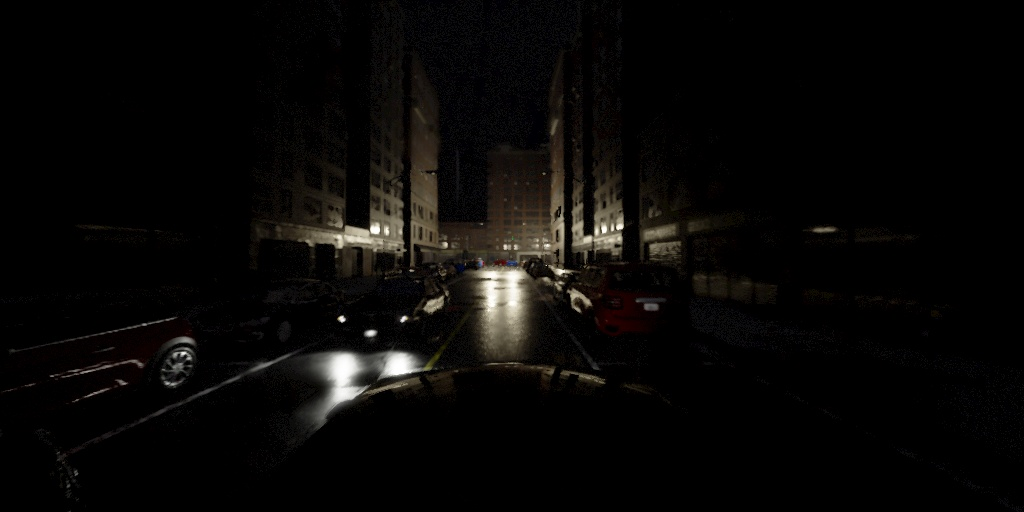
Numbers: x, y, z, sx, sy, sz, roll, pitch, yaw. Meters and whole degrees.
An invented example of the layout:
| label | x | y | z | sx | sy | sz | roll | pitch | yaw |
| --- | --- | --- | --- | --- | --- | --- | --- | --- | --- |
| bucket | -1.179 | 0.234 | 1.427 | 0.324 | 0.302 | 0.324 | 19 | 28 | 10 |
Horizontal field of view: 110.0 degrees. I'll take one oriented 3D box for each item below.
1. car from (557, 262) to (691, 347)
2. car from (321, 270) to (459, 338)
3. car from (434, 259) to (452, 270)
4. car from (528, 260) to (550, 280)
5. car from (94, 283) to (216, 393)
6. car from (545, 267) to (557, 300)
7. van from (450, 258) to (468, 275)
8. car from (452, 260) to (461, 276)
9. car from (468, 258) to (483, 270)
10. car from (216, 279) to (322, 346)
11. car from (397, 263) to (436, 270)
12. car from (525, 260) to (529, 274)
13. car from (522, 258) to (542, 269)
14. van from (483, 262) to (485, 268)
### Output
| label | x | y | z | sx | sy | sz | roll | pitch | yaw |
| --- | --- | --- | --- | --- | --- | --- | --- | --- | --- |
| car | 2.667 | 1.066 | 9.288 | 2.192 | 1.841 | 5.009 | 0 | 0 | 0 |
| car | -3.056 | 1.299 | 10.460 | 2.033 | 1.411 | 5.357 | 0 | 0 | 1 |
| car | -5.862 | 1.205 | 25.737 | 1.967 | 1.591 | 4.097 | 0 | 0 | 0 |
| car | 2.662 | 1.300 | 31.386 | 1.751 | 1.417 | 4.829 | 0 | 0 | 0 |
| car | -5.857 | 1.190 | 3.811 | 1.967 | 1.591 | 4.097 | 0 | 0 | 0 |
| car | 2.666 | 1.304 | 14.770 | 2.007 | 1.370 | 4.403 | 0 | 0 | 0 |
| van | -5.864 | 1.127 | 36.701 | 1.690 | 1.789 | 3.998 | 0 | 0 | 0 |
| car | -5.863 | 1.300 | 31.048 | 1.751 | 1.417 | 4.829 | 0 | 0 | 0 |
| car | -5.868 | 1.402 | 53.146 | 1.948 | 1.339 | 4.313 | 0 | 0 | 0 |
| car | -5.858 | 1.301 | 9.292 | 2.007 | 1.370 | 4.403 | 0 | 0 | 0 |
| car | -5.860 | 1.303 | 20.255 | 1.888 | 1.381 | 4.507 | 0 | 0 | 0 |
| car | 2.661 | 1.337 | 36.699 | 2.007 | 1.370 | 4.403 | 0 | 0 | 0 |
| car | 2.660 | 1.116 | 42.181 | 2.192 | 1.841 | 5.009 | 0 | 0 | 0 |
| van | -5.870 | 1.196 | 58.628 | 1.690 | 1.789 | 3.998 | 0 | 0 | 0 |
